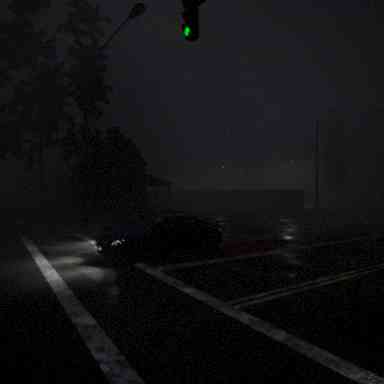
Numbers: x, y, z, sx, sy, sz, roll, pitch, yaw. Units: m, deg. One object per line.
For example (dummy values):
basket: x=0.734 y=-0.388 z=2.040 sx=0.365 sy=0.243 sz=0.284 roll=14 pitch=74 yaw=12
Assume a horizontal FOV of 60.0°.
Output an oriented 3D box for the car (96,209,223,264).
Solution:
car: x=-0.995 y=1.513 z=11.847 sx=4.674 sy=1.442 sz=1.812 roll=0 pitch=0 yaw=-35
